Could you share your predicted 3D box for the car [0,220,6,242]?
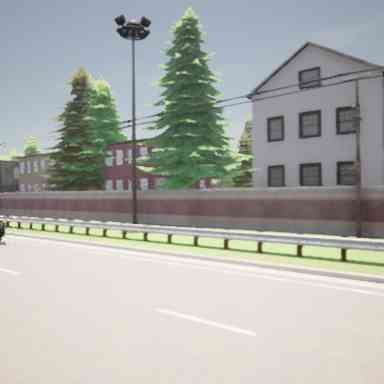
[{"bbox_3d":[-10.879,1.687,16.051,4.902,1.511,2.128,-1,0,36],"label":"car"}]
